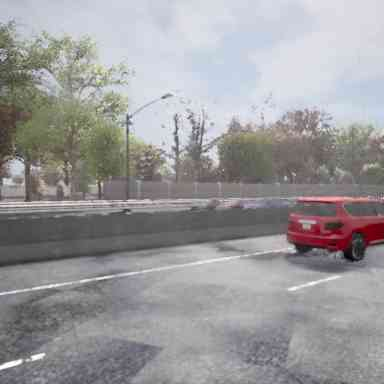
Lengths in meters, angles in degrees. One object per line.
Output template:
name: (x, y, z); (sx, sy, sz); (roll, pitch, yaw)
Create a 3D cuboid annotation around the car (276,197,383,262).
car: (5.870, 1.195, 12.238); (5.566, 2.045, 2.150); (0, 0, -35)

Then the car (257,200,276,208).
car: (7.752, 1.556, 26.726); (4.718, 1.301, 1.895); (0, 0, -36)

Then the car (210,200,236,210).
car: (4.400, 1.479, 32.932); (4.674, 1.442, 1.812); (0, 0, -35)

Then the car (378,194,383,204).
car: (35.208, 1.252, 59.100); (4.553, 1.767, 2.097); (0, 0, -36)

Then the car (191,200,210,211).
car: (1.945, 1.519, 35.120); (4.181, 1.385, 1.994); (0, 0, -37)

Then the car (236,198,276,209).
car: (6.594, 1.305, 30.196); (4.553, 1.767, 2.097); (0, 0, -35)
